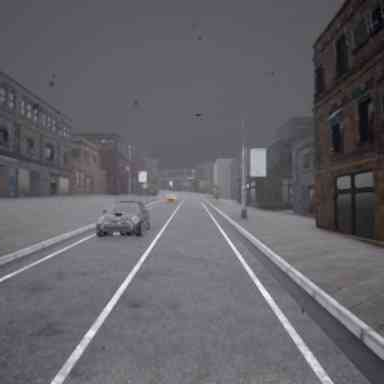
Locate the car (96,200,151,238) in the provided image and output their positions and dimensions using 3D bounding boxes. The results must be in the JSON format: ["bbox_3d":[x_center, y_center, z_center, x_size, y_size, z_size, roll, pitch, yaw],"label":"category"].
[{"bbox_3d":[-3.348,1.232,16.948,2.097,1.767,4.553,0,0,0],"label":"car"}]

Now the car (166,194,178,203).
[{"bbox_3d":[-3.530,1.097,58.273,1.882,1.535,5.008,0,0,0],"label":"car"}]
